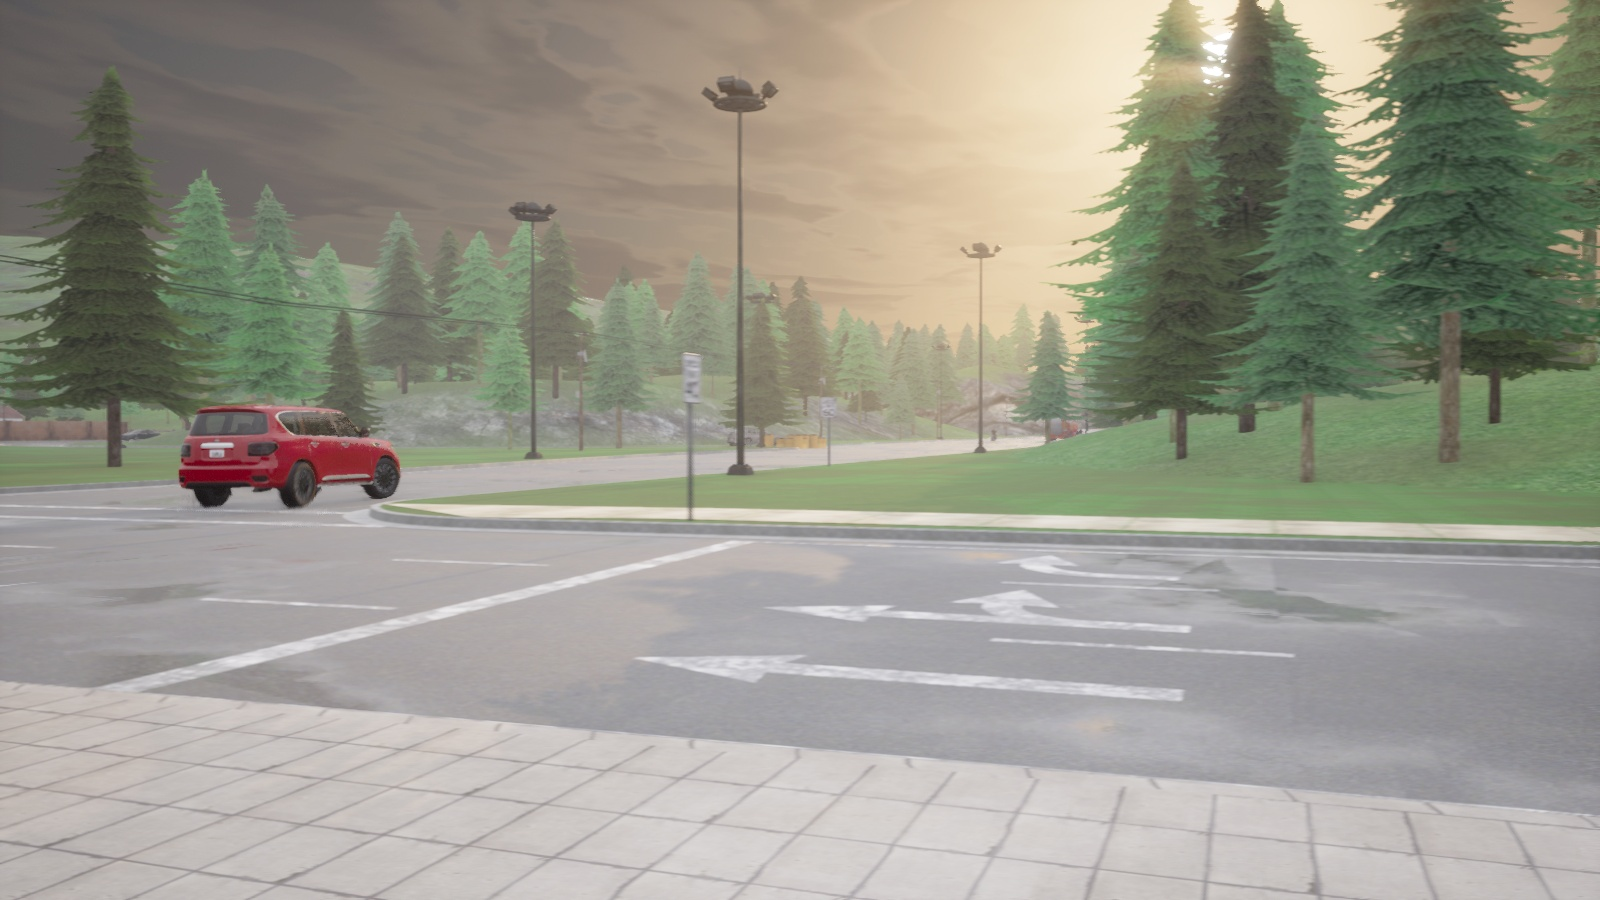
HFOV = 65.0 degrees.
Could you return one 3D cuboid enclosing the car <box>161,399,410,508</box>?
[{"bbox_3d":[-10.582,0.018,26.446,2.150,2.045,5.566,0,1,10],"label":"car"}]
